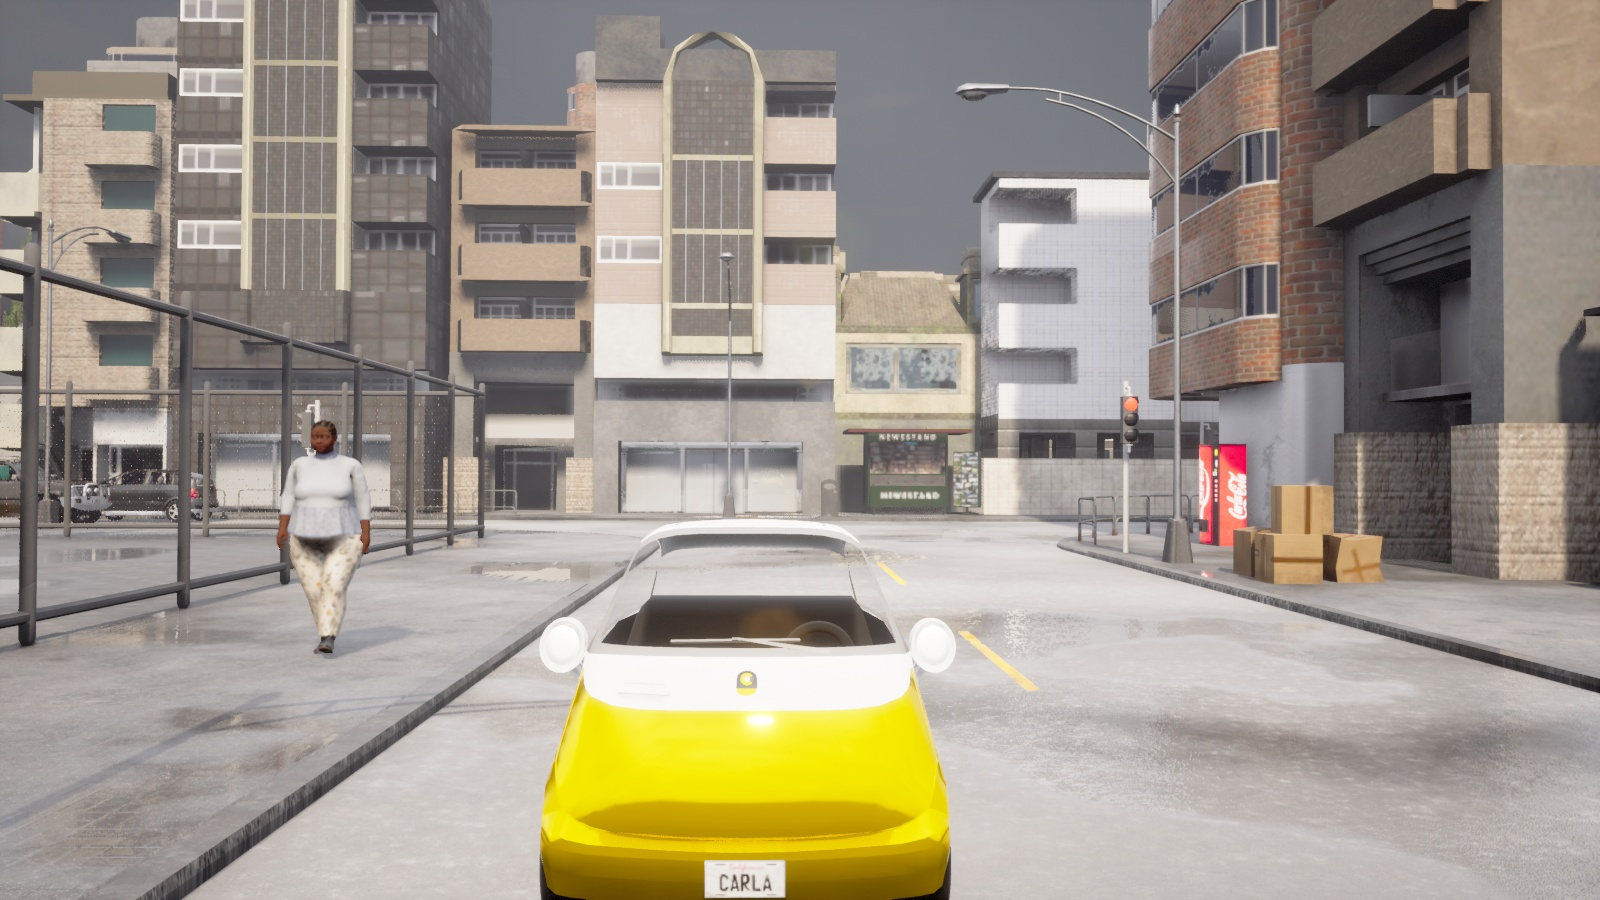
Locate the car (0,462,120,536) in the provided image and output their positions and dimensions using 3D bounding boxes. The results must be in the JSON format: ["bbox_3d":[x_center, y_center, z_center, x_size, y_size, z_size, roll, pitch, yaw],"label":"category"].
[{"bbox_3d":[-20.481,1.259,32.573,4.605,1.855,1.932,0,-1,-1],"label":"car"}]

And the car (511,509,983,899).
[{"bbox_3d":[-0.190,0.955,5.061,1.481,1.376,2.207,0,-1,-1],"label":"car"}]

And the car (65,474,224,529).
[{"bbox_3d":[-19.047,1.483,36.607,3.705,1.549,1.789,0,-1,-2],"label":"car"}]

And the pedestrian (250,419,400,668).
[{"bbox_3d":[-3.694,0.704,9.843,0.874,1.855,0.900,0,-1,-3],"label":"pedestrian"}]
